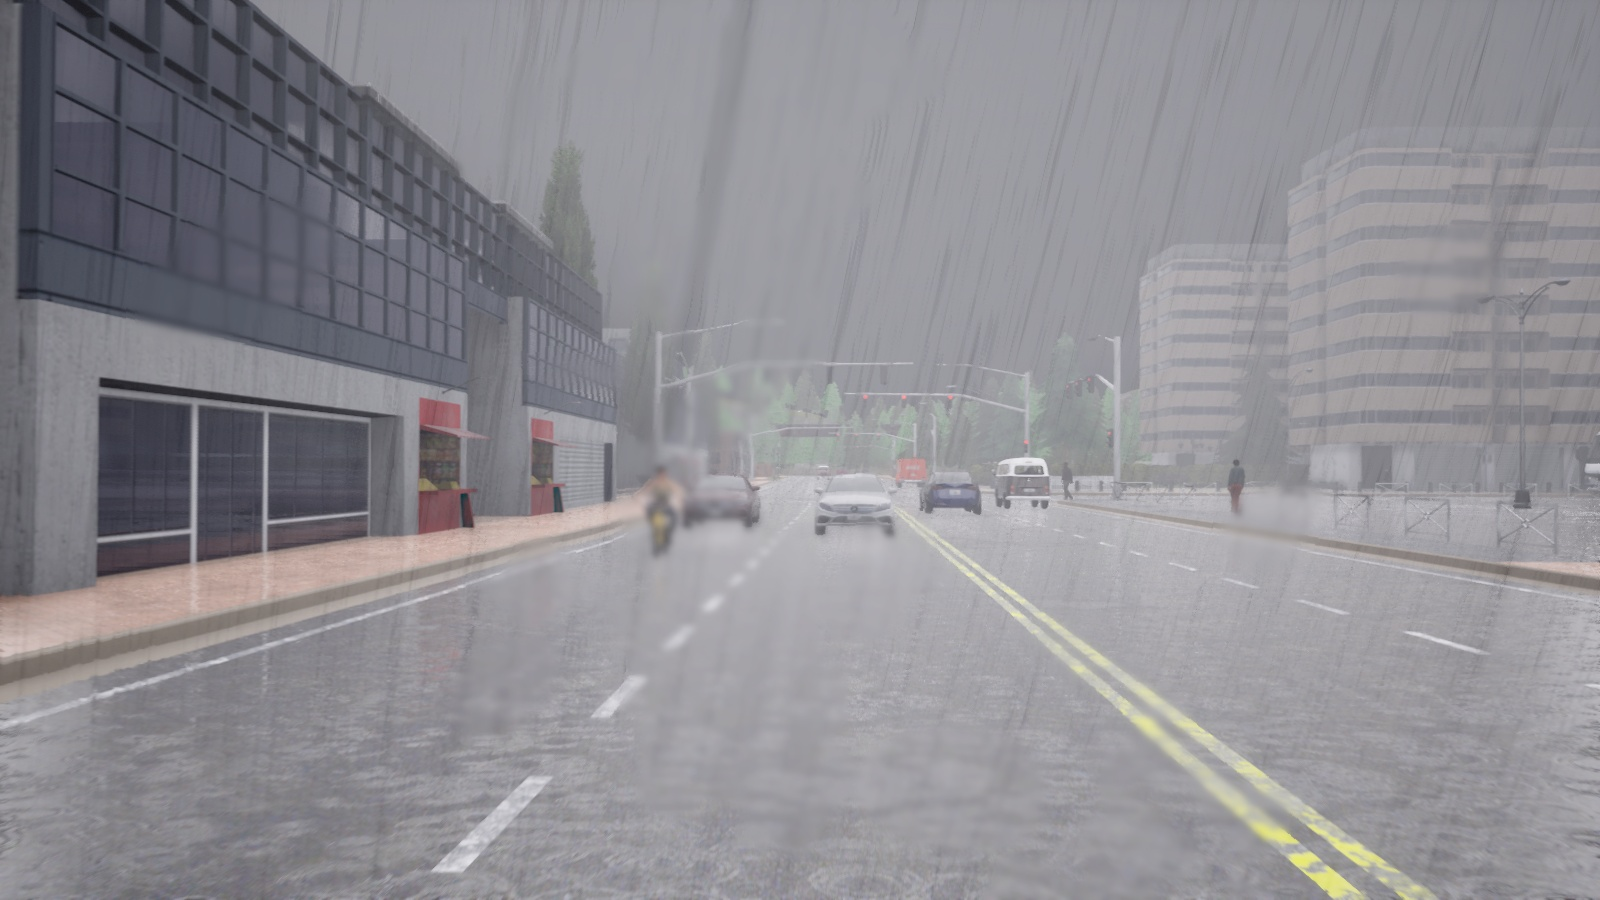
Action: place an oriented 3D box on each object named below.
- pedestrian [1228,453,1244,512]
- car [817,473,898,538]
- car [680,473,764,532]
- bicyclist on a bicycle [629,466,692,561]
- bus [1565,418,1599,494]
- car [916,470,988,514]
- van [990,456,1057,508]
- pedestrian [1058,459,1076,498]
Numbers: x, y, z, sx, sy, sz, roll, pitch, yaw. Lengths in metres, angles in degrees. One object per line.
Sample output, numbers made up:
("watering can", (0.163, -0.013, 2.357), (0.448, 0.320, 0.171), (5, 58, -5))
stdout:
("pedestrian", (13.837, 1.020, 39.828), (0.353, 1.847, 0.614), (0, -1, 9))
("car", (1.374, 1.298, 30.609), (1.812, 1.442, 4.674), (0, -1, 2))
("car", (-2.013, 1.358, 33.665), (1.812, 1.442, 4.674), (0, -1, 2))
("bicyclist on a bicycle", (-2.444, 1.095, 22.150), (0.866, 1.612, 1.509), (0, -1, 2))
("bus", (50.082, 0.322, 71.773), (10.273, 4.253, 3.944), (0, -1, 0))
("car", (5.431, 1.480, 45.402), (2.163, 1.488, 4.792), (0, -1, 2))
("van", (9.124, 1.283, 51.609), (2.069, 2.038, 4.480), (0, -1, 2))
("pedestrian", (12.723, 1.341, 59.781), (0.703, 1.840, 0.431), (0, -1, -17))
